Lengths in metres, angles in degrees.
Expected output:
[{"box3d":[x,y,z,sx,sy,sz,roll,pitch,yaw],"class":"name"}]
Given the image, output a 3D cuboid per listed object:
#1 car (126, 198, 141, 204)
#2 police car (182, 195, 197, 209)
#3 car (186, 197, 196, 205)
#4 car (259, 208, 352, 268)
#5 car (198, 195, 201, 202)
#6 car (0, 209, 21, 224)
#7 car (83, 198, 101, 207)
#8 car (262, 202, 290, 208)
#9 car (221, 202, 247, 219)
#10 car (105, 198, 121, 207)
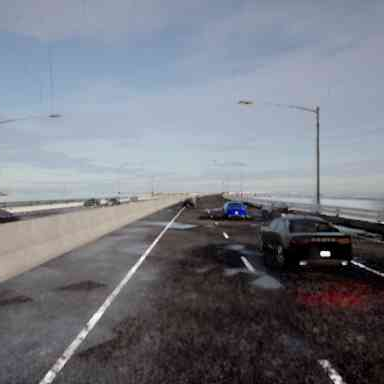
[{"box3d":[-9.945,1.743,57.033,2.128,1.511,4.902,0,0,2],"class":"car"},{"box3d":[-0.559,1.654,51.320,1.930,1.638,5.238,0,0,1],"class":"police car"},{"box3d":[-0.215,1.793,67.182,1.837,1.490,4.892,0,0,1],"class":"car"},{"box3d":[3.633,1.536,11.518,1.882,1.535,5.008,0,0,0],"class":"car"},{"box3d":[1.347,1.733,85.845,2.128,1.511,4.902,0,0,2],"class":"car"},{"box3d":[-10.539,1.557,16.620,1.882,1.535,5.008,0,0,0],"class":"car"},{"box3d":[-16.945,1.752,56.632,1.837,1.490,4.892,0,0,2],"class":"car"},{"box3d":[7.264,1.628,28.865,2.128,1.511,4.902,0,0,1],"class":"car"},{"box3d":[3.782,1.620,30.438,1.882,1.535,5.008,0,0,1],"class":"car"},{"box3d":[-13.438,1.777,57.112,1.812,1.442,4.674,0,0,2],"class":"car"}]
